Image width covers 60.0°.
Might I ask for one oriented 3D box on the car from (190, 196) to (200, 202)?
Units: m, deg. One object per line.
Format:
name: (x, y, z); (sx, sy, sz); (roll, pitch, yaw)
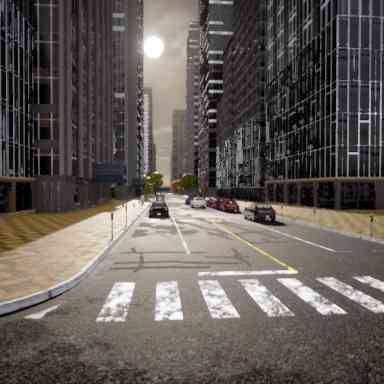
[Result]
car: (0.595, 1.574, 76.853); (1.802, 1.307, 4.206); (-1, 0, -5)

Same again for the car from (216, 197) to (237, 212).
car: (4.224, 1.567, 37.478); (1.802, 1.307, 4.206); (-1, 0, -5)

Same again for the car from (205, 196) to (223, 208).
car: (3.185, 1.425, 48.728); (1.967, 1.590, 4.097); (-1, 0, -5)

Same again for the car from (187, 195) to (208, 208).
car: (0.818, 1.510, 48.018); (1.812, 1.442, 4.674); (0, 0, -5)

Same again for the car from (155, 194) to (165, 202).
car: (-7.220, 1.306, 76.104); (2.192, 1.841, 5.009); (-1, 0, -5)

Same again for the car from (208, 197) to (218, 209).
car: (3.705, 1.529, 43.103); (1.887, 1.381, 4.507); (-1, 0, -5)

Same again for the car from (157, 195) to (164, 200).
car: (-8.772, 1.583, 92.978); (1.802, 1.307, 4.206); (-1, 0, -5)

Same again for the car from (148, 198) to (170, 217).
car: (-3.070, 1.551, 31.107); (1.947, 1.339, 4.313); (-1, 0, -5)

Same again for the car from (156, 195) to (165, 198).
car: (-4.091, 1.509, 42.187); (1.752, 1.417, 4.829); (-1, 0, -5)

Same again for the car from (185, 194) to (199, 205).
car: (-0.096, 1.550, 57.898); (1.994, 1.385, 4.181); (0, 0, -5)

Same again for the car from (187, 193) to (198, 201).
car: (0.073, 1.310, 82.478); (2.192, 1.841, 5.009); (-1, 0, -5)

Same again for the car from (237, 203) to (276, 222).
car: (5.260, 1.537, 26.229); (2.008, 1.369, 4.403); (-1, 0, -5)
